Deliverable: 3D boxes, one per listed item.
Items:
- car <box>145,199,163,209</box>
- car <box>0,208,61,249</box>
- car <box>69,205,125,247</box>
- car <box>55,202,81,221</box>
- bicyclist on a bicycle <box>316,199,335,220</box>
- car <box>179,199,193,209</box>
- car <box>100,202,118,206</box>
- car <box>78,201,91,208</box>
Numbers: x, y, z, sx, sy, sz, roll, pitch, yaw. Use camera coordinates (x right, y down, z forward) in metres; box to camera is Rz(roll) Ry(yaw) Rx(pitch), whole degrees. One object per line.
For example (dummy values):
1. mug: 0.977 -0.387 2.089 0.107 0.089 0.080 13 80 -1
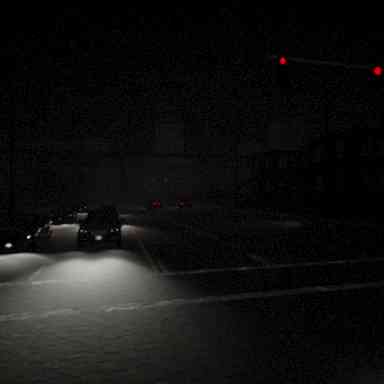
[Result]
1. car: -5.909 1.880 51.321 1.837 1.490 4.892 0 0 -21
2. car: -7.834 1.741 15.698 2.033 1.411 5.357 -1 0 -13
3. car: -4.328 1.644 16.146 2.128 1.511 4.902 -1 0 -11
4. car: -10.769 1.828 28.078 1.812 1.442 4.674 -1 0 -13
5. bicyclist on a bicycle: 10.325 1.324 25.698 1.656 1.620 0.582 -1 0 -13
6. car: -0.979 1.837 50.993 1.812 1.442 4.674 -1 0 -3
7. car: -6.930 1.812 26.983 1.994 1.385 4.181 -1 0 -14
8. car: -14.432 1.947 43.754 1.837 1.490 4.892 -1 -1 -13
